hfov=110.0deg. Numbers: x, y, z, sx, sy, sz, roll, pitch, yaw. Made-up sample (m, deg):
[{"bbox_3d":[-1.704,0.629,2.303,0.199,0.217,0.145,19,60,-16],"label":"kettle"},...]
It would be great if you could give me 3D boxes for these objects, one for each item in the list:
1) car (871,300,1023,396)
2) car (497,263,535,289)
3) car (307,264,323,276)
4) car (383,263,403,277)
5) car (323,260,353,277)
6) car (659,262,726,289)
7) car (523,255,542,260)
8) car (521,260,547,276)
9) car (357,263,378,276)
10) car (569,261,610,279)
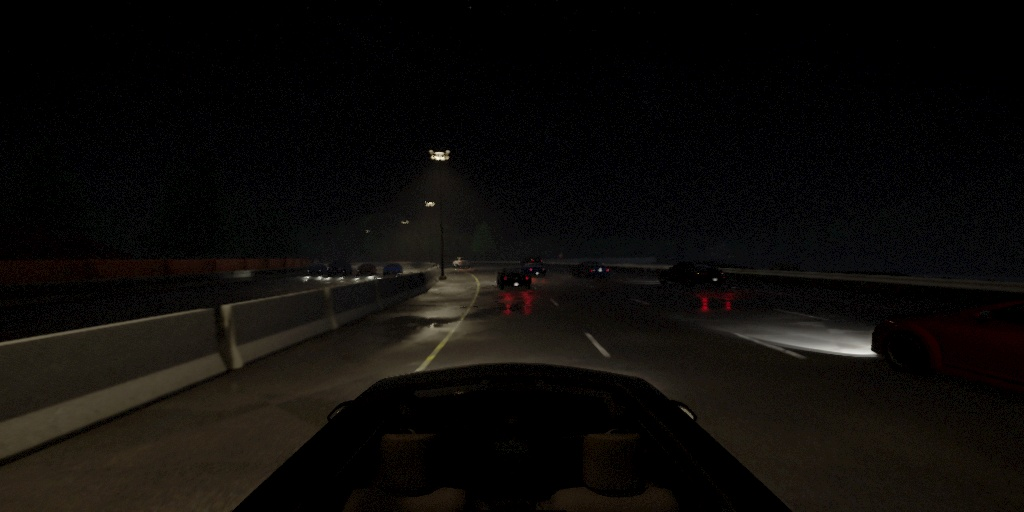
[{"bbox_3d":[7.124,1.150,4.375,1.994,1.385,4.181,-1,0,1],"label":"car"},{"bbox_3d":[0.031,1.365,23.306,1.895,1.301,4.718,-1,0,-6],"label":"car"},{"bbox_3d":[-26.291,1.882,48.679,1.882,1.535,5.008,-1,0,-15],"label":"car"},{"bbox_3d":[-13.872,1.586,41.999,1.882,1.535,5.008,-1,0,-12],"label":"car"},{"bbox_3d":[-21.910,1.514,45.781,2.150,2.045,5.566,-1,0,-13],"label":"car"},{"bbox_3d":[10.405,1.049,20.978,1.812,1.442,4.674,-1,0,-4],"label":"car"},{"bbox_3d":[3.331,0.944,61.186,2.150,2.045,5.566,-1,0,-18],"label":"car"},{"bbox_3d":[2.006,1.333,36.142,1.895,1.301,4.718,-1,0,-10],"label":"car"},{"bbox_3d":[-18.172,1.689,45.130,1.882,1.535,5.008,-1,0,-13],"label":"car"},{"bbox_3d":[6.481,1.171,30.436,2.033,1.411,5.357,-1,0,-9],"label":"car"}]
